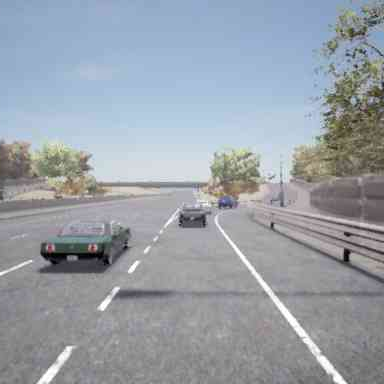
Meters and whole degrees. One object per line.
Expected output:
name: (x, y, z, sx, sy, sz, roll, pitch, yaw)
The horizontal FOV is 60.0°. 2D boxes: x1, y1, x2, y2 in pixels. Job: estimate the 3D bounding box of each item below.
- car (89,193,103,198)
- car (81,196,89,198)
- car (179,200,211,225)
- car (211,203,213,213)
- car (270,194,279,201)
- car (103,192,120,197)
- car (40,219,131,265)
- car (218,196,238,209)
car: (-24.528, 1.581, 86.745, 1.837, 1.490, 4.892, 0, 0, 0)
car: (-28.028, 1.676, 86.714, 1.895, 1.301, 4.718, 0, 0, 0)
car: (0.114, 1.509, 23.989, 2.128, 1.511, 4.902, 0, 0, 2)
car: (1.171, 1.561, 35.022, 1.812, 1.442, 4.674, 0, 0, 9)
car: (22.784, 1.741, 91.164, 2.097, 1.767, 4.553, 0, 3, 20)
car: (-21.028, 1.436, 86.777, 2.097, 1.767, 4.553, 0, 0, 0)
car: (-3.406, 1.609, 11.704, 1.895, 1.301, 4.718, 0, 0, 0)
car: (5.746, 1.622, 52.636, 2.150, 2.045, 5.566, 0, -1, 21)
